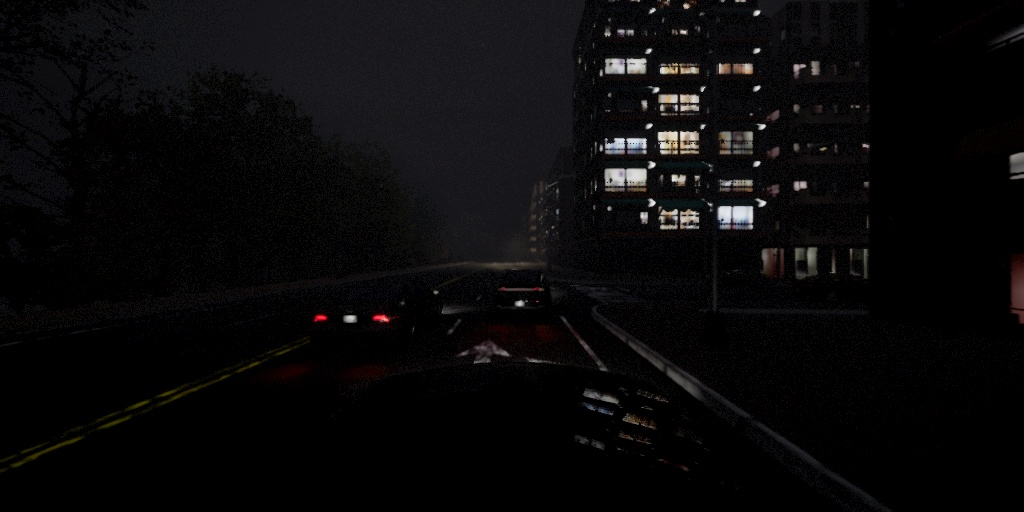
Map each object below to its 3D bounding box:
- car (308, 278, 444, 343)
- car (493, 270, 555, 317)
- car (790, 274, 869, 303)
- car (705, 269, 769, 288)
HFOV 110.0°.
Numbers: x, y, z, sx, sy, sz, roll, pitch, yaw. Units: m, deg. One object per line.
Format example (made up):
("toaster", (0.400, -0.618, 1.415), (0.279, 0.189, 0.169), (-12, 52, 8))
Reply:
("car", (-3.198, 1.294, 9.625), (2.033, 1.411, 5.357), (0, 0, 0))
("car", (0.525, 1.251, 13.231), (2.128, 1.511, 4.902), (0, -1, 7))
("car", (16.348, 1.569, 17.721), (4.507, 1.381, 1.888), (0, 0, 0))
("car", (16.302, 1.602, 26.069), (4.207, 1.307, 1.802), (0, 0, 0))
